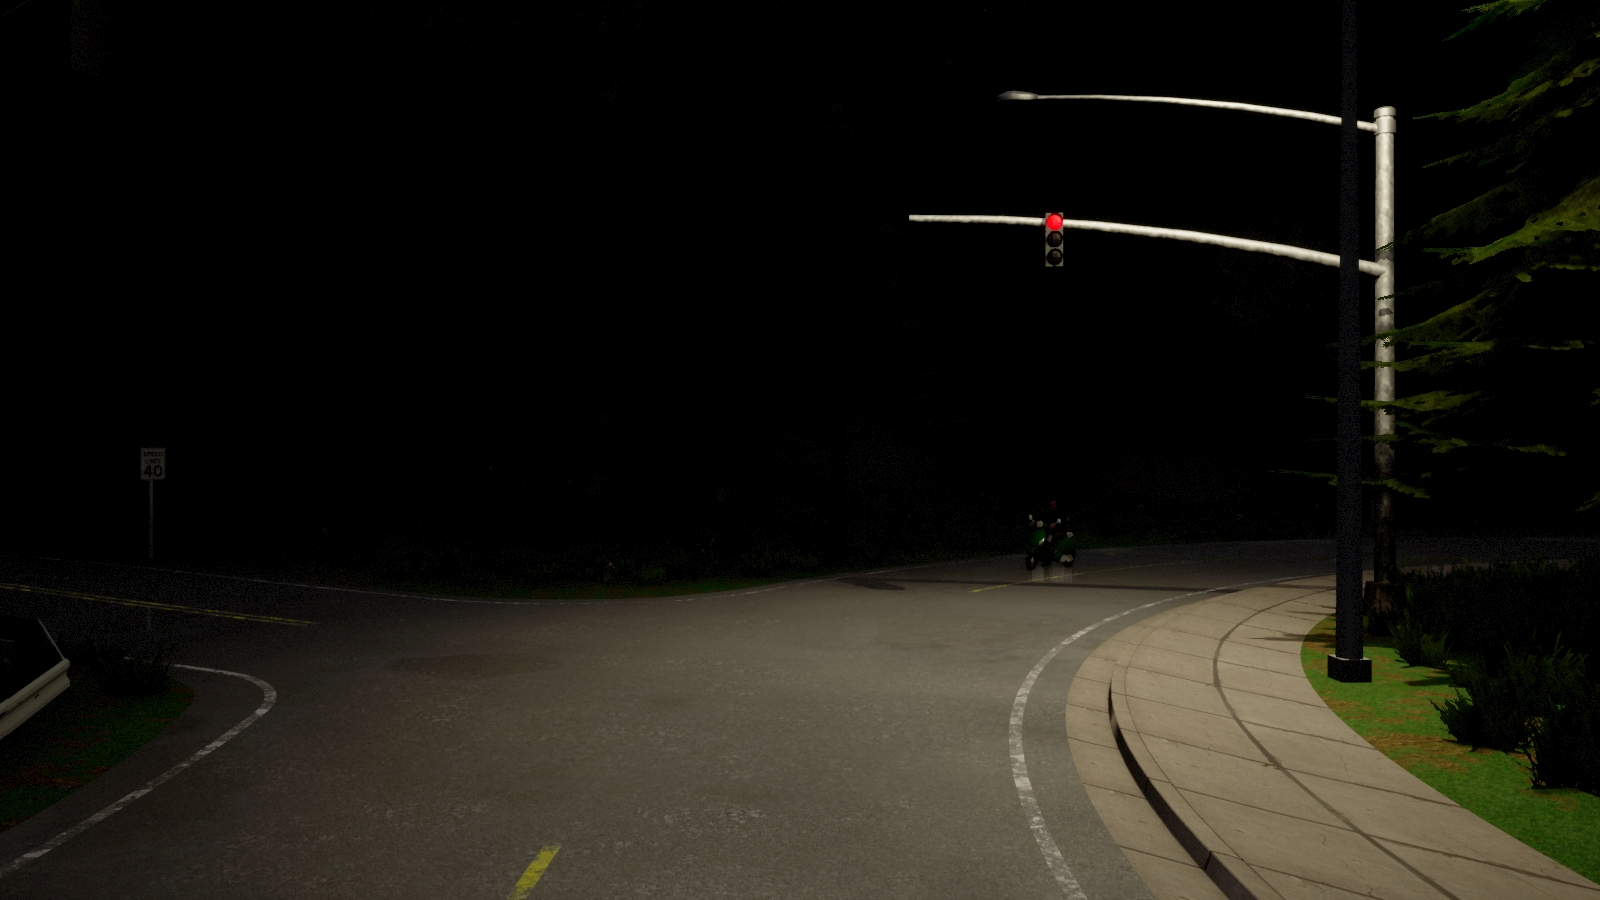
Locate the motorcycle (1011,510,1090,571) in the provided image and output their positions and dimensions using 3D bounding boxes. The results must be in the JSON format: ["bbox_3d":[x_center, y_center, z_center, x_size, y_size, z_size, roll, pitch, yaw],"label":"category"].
[{"bbox_3d":[5.937,2.115,27.011,1.805,1.316,0.856,0,0,-37],"label":"motorcycle"}]
